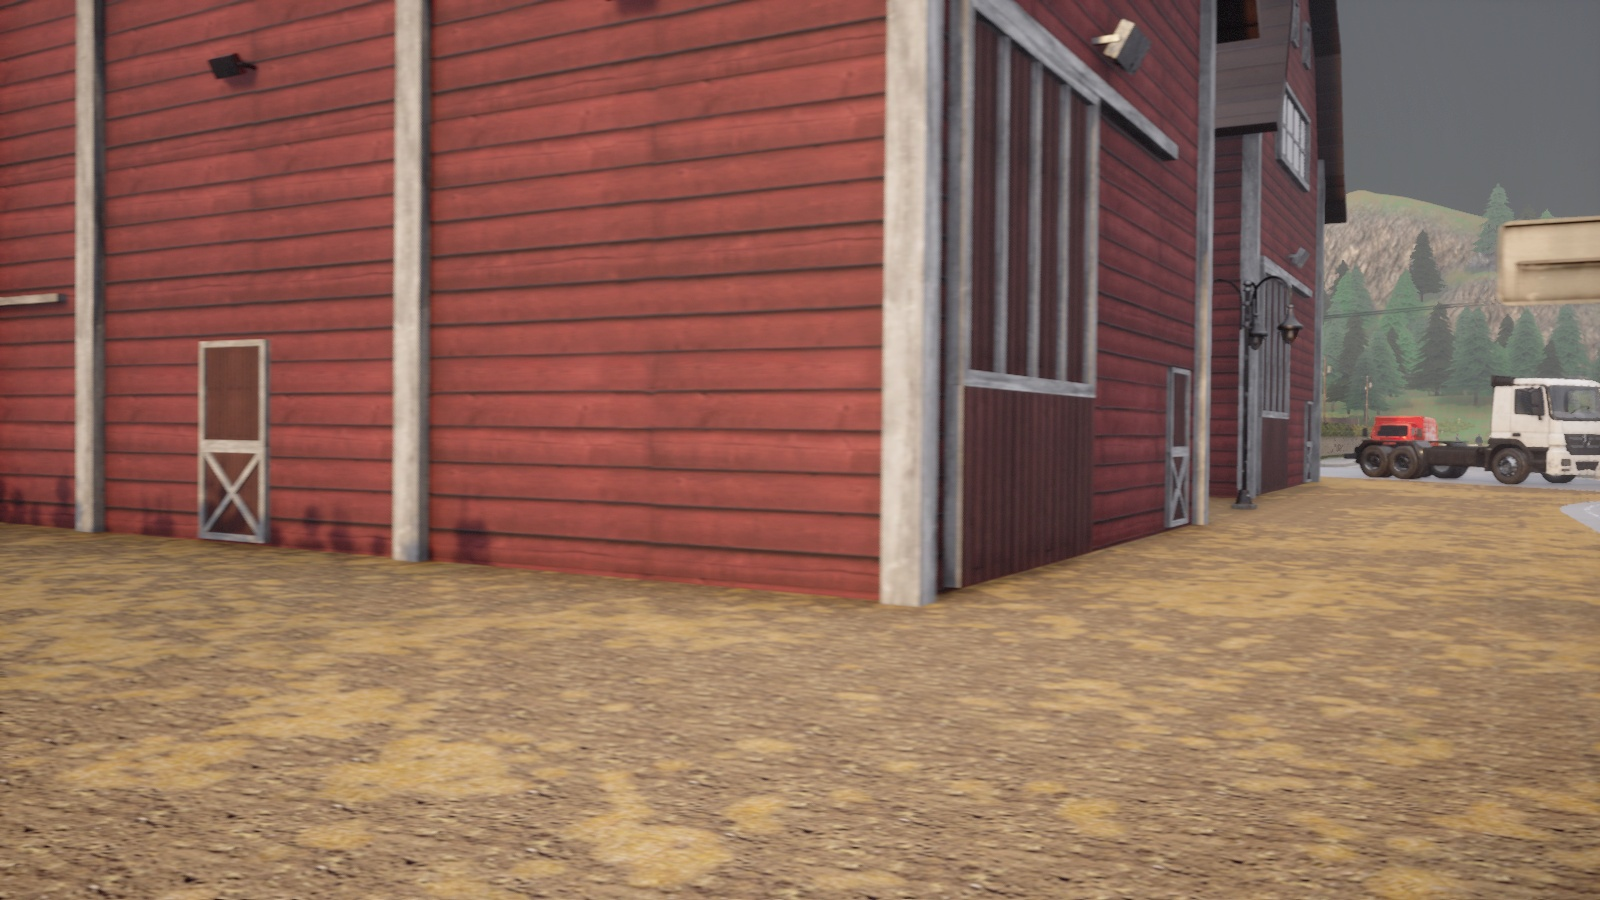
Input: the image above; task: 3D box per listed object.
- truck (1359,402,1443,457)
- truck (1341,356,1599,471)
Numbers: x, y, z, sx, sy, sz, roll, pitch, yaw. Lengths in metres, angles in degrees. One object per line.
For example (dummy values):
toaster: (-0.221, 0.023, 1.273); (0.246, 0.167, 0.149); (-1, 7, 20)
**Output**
truck: (28.293, -0.957, 59.038); (2.627, 2.467, 5.204); (0, 1, 36)
truck: (22.443, -1.172, 42.118); (2.891, 3.462, 7.936); (-1, 1, -26)
